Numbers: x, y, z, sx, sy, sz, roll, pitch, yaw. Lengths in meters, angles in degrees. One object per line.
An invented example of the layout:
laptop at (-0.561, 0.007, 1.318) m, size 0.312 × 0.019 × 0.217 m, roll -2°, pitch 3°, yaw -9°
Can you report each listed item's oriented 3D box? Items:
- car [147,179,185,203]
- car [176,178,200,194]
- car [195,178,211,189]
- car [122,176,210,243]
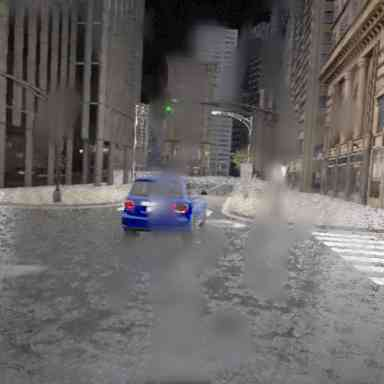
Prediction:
car at (-1.896, -0.188, 26.061) m, size 1.882 × 1.535 × 5.008 m, roll 4°, pitch 3°, yaw 8°
car at (-0.371, -0.693, 36.342) m, size 1.837 × 1.490 × 4.892 m, roll 4°, pitch 3°, yaw 9°
car at (1.688, -1.369, 49.939) m, size 1.812 × 1.442 × 4.674 m, roll 4°, pitch 3°, yaw 8°
car at (-0.744, 0.456, 12.201) m, size 2.150 × 2.045 × 5.566 m, roll 4°, pitch 4°, yaw 8°
